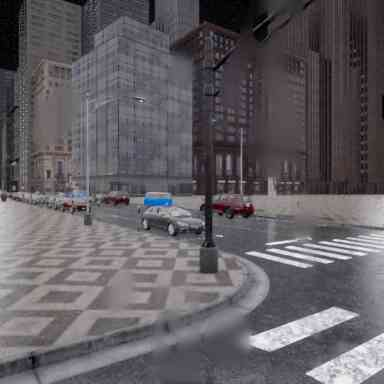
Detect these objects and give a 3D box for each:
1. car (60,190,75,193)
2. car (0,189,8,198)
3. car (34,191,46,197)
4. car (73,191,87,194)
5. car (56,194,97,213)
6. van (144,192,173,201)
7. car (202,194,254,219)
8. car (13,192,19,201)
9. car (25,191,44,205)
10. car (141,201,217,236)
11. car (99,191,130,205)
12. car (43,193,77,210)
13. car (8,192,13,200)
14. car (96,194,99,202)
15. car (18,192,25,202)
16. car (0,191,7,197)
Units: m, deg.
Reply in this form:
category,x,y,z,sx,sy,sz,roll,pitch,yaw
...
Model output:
category,x,y,z,sx,sy,sz,roll,pitch,yaw
car,-21.923,0.778,56.405,1.812,1.442,4.674,0,1,-35
car,-39.130,0.611,70.273,1.947,1.339,4.313,1,0,-36
car,-38.534,0.495,84.109,1.887,1.381,4.507,0,0,-36
car,-16.199,0.967,48.388,1.895,1.301,4.718,0,1,-36
car,-10.580,1.139,30.287,1.887,1.381,4.507,1,0,-36
van,-3.633,0.930,35.232,1.690,1.788,3.998,1,0,-36
car,2.712,1.050,26.345,2.192,1.841,5.009,1,0,-36
car,-26.440,0.702,52.502,1.967,1.590,4.097,1,0,-36
car,-20.097,0.939,43.616,2.008,1.369,4.403,1,0,-36
car,-1.065,1.367,16.959,2.008,1.369,4.403,1,0,-36
car,-9.978,0.766,44.119,2.192,1.841,5.009,1,0,-36
car,-13.752,1.074,34.729,2.008,1.369,4.403,1,0,-36
car,-29.613,0.747,56.945,1.887,1.381,4.507,1,0,-36
car,-13.154,0.934,48.564,2.008,1.369,4.403,1,0,-36
car,-23.269,0.874,48.059,2.008,1.369,4.403,1,0,-36
car,-45.374,0.482,79.020,1.752,1.417,4.829,1,0,-36
